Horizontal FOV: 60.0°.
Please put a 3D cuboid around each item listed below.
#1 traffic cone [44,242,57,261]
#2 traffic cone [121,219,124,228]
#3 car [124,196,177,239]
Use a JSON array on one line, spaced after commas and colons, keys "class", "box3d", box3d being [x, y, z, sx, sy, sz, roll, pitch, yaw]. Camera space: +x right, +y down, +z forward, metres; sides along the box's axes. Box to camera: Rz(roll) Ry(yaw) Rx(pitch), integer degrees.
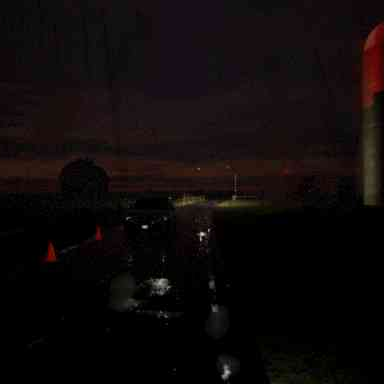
[{"class": "traffic cone", "box3d": [-4.682, 1.971, 11.038, 0.340, 0.580, 0.340, 0, 0, 1]}, {"class": "traffic cone", "box3d": [-4.323, 1.988, 21.084, 0.340, 0.580, 0.340, 0, 0, 3]}, {"class": "car", "box3d": [-2.062, 1.249, 18.012, 2.150, 2.045, 5.566, 0, 0, 2]}]
